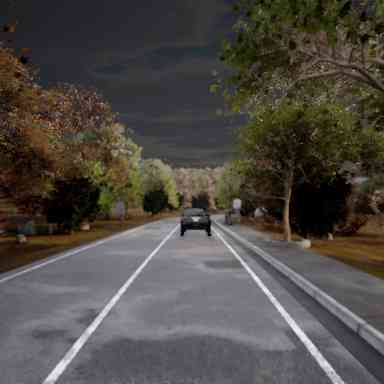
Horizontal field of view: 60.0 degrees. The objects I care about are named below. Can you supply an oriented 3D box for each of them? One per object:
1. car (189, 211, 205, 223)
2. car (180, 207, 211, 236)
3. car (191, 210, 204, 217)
[{"bbox_3d":[0.685,3.436,46.795,2.128,1.511,4.902,0,-3,2],"label":"car"},{"bbox_3d":[0.273,2.117,24.924,2.150,2.045,5.566,0,-3,0],"label":"car"},{"bbox_3d":[1.390,4.742,75.408,1.837,1.490,4.892,1,-3,14],"label":"car"}]
